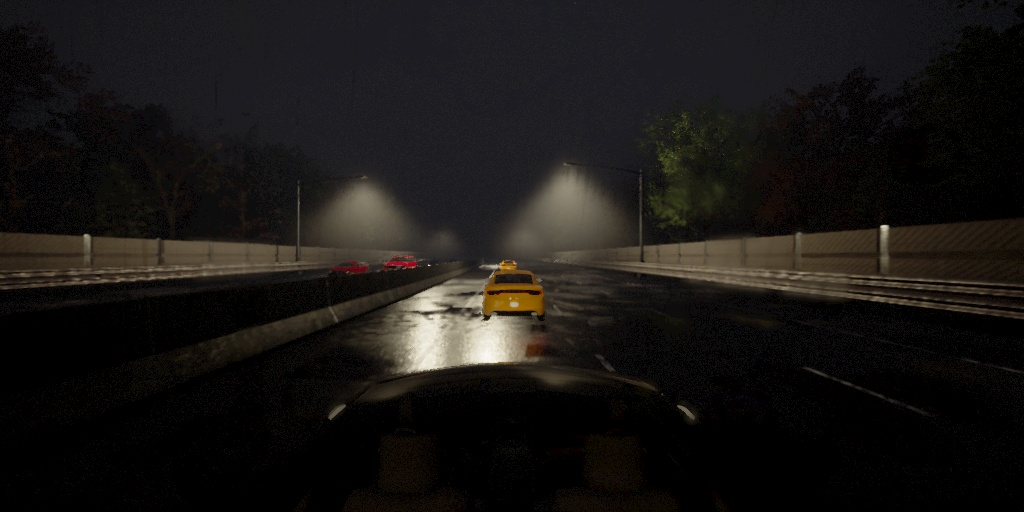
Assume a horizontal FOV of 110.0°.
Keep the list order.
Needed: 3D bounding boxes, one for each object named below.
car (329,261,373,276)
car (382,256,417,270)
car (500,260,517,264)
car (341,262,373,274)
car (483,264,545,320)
[{"bbox_3d":[-14.387,1.241,31.900,1.882,1.535,5.008,0,0,-1],"label":"car"},{"bbox_3d":[-10.951,0.986,35.412,2.150,2.045,5.566,0,0,-1],"label":"car"},{"bbox_3d":[-0.432,1.247,43.522,1.882,1.535,5.008,0,0,-1],"label":"car"},{"bbox_3d":[-18.090,1.367,42.070,1.895,1.301,4.718,0,0,-1],"label":"car"},{"bbox_3d":[0.048,1.233,12.686,1.882,1.535,5.008,0,0,0],"label":"car"}]
